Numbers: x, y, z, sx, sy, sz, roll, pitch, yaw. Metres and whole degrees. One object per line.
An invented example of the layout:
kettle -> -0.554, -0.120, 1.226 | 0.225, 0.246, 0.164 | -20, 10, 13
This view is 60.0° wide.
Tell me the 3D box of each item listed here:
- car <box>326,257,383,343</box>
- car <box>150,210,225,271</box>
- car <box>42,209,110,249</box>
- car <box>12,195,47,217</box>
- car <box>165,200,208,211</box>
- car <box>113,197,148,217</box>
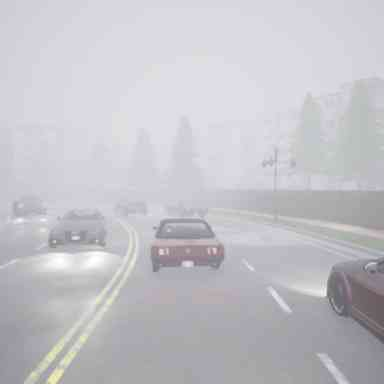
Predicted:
car -> 3.538, 1.505, 4.603 | 1.994, 1.385, 4.181 | 0, 1, -1
car -> -0.297, 1.467, 10.451 | 1.895, 1.301, 4.718 | 0, 1, -5
car -> -4.448, 1.390, 13.612 | 1.994, 1.385, 4.181 | 0, 1, -11
car -> -13.103, 1.012, 26.759 | 2.097, 1.767, 4.553 | -1, 1, -33
car -> -0.562, 1.275, 25.714 | 1.895, 1.301, 4.718 | 0, 1, -23
car -> -5.075, 1.148, 27.063 | 2.128, 1.511, 4.902 | 0, 1, -26
